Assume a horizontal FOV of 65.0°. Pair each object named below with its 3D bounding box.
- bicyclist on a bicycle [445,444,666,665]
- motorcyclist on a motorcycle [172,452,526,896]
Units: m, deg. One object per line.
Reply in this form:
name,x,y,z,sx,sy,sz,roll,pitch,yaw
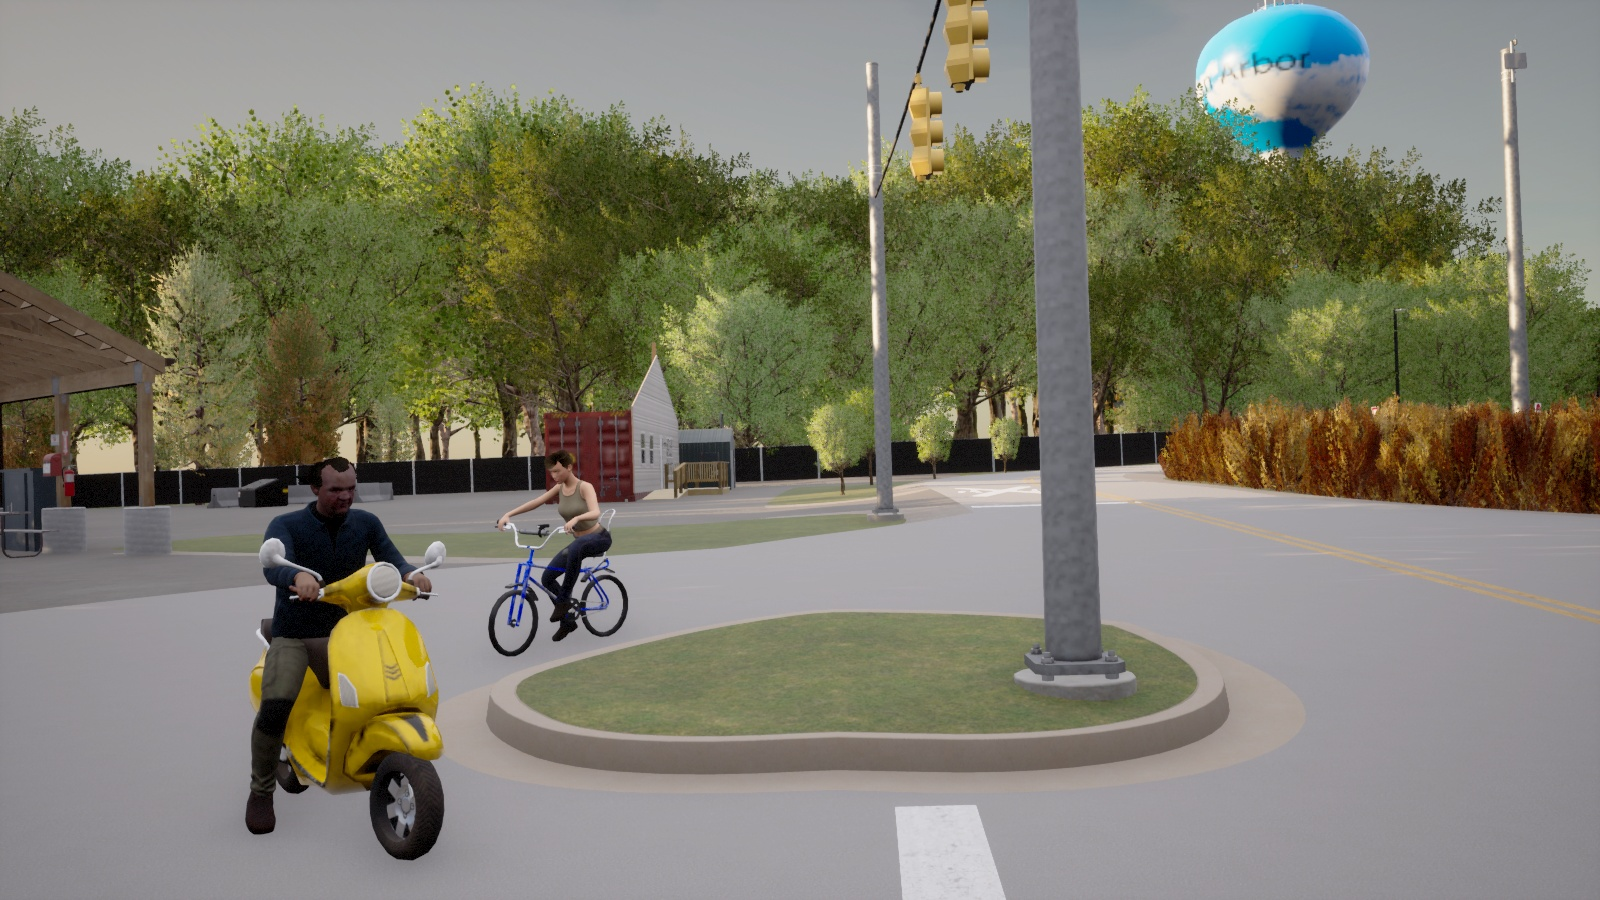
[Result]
bicyclist on a bicycle,-1.979,0.793,10.330,0.866,1.612,1.509,-1,2,39
motorcyclist on a motorcycle,-2.027,0.809,5.480,0.866,1.590,1.817,0,0,-40
